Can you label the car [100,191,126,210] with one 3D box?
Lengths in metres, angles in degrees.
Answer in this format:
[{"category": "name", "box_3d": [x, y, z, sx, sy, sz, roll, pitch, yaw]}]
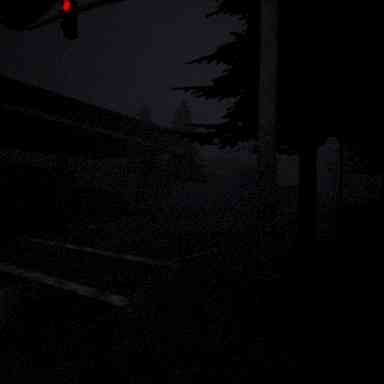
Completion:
[{"category": "car", "box_3d": [-7.449, 0.873, 33.305, 3.866, 1.878, 1.905, 1, 1, 35]}]
